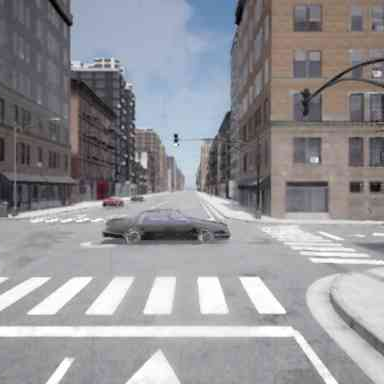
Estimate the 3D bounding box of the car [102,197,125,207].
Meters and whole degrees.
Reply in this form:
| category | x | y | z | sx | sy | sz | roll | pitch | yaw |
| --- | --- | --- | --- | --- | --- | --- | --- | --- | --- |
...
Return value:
| category | x | y | z | sx | sy | sz | roll | pitch | yaw |
| --- | --- | --- | --- | --- | --- | --- | --- | --- | --- |
| car | -9.821 | 1.295 | 41.678 | 1.895 | 1.301 | 4.718 | 0 | 0 | 0 |

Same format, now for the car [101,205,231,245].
| category | x | y | z | sx | sy | sz | roll | pitch | yaw |
| --- | --- | --- | --- | --- | --- | --- | --- | --- | --- |
| car | -1.082 | 1.452 | 14.364 | 5.357 | 1.411 | 2.033 | 0 | 0 | 0 |

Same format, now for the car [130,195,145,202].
| category | x | y | z | sx | sy | sz | roll | pitch | yaw |
| --- | --- | --- | --- | --- | --- | --- | --- | --- | --- |
| car | -9.766 | 1.149 | 59.729 | 1.895 | 1.301 | 4.718 | 0 | 0 | 0 |
